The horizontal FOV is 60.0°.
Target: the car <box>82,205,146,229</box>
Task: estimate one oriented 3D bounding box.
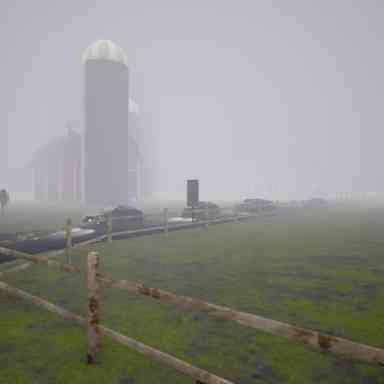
[{"bbox_3d":[-4.967,1.523,21.581,1.994,1.385,4.181,0,0,36],"label":"car"}]

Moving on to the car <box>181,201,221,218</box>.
[{"bbox_3d":[0.824,1.510,29.660,1.994,1.385,4.181,0,0,36],"label":"car"}]

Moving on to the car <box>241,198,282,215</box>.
[{"bbox_3d":[7.361,1.506,33.728,2.033,1.411,5.357,0,0,35],"label":"car"}]

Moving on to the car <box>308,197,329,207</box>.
[{"bbox_3d":[19.044,1.486,50.039,2.033,1.411,5.357,0,0,36],"label":"car"}]

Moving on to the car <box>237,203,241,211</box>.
[{"bbox_3d":[6.873,1.440,38.080,1.837,1.490,4.892,0,0,36],"label":"car"}]
